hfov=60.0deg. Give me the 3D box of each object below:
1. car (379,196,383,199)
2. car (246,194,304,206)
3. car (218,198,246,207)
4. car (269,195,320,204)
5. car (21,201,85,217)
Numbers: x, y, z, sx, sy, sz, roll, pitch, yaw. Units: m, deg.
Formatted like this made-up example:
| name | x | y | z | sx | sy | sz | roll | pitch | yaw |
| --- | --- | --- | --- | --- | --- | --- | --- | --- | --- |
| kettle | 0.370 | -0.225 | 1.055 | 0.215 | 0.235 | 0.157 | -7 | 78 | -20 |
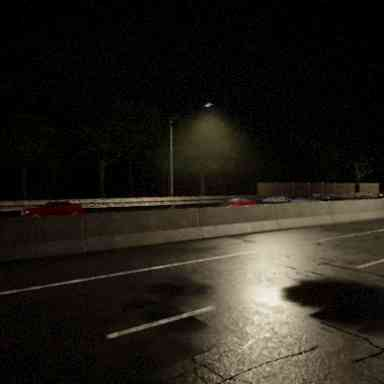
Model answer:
| name | x | y | z | sx | sy | sz | roll | pitch | yaw |
| --- | --- | --- | --- | --- | --- | --- | --- | --- | --- |
| car | 31.211 | 0.851 | 51.848 | 5.357 | 1.411 | 2.033 | -1 | 1 | -35 |
| car | 7.823 | 1.169 | 31.059 | 4.902 | 1.511 | 2.128 | -1 | 1 | -35 |
| car | 4.592 | 1.260 | 33.055 | 4.181 | 1.385 | 1.994 | -1 | 1 | -35 |
| car | 9.263 | 1.234 | 27.794 | 5.357 | 1.411 | 2.033 | -1 | 1 | -35 |
| car | -10.915 | 1.440 | 26.301 | 4.674 | 1.442 | 1.812 | -1 | 1 | -35 |
